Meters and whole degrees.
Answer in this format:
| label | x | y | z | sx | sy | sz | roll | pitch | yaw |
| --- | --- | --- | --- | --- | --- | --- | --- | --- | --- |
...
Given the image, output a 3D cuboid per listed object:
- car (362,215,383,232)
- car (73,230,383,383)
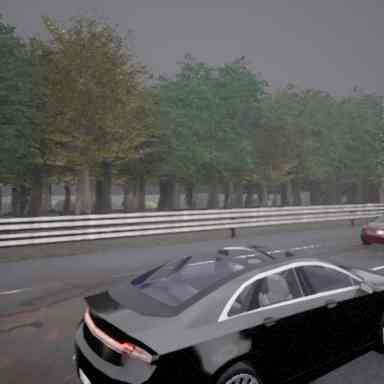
| label | x | y | z | sx | sy | sz | roll | pitch | yaw |
| --- | --- | --- | --- | --- | --- | --- | --- | --- | --- |
| car | 9.008 | 1.543 | 14.020 | 4.181 | 1.385 | 1.994 | 0 | 0 | -33 |
| car | 1.021 | 1.484 | 4.406 | 4.902 | 1.511 | 2.128 | 0 | 0 | -35 |
